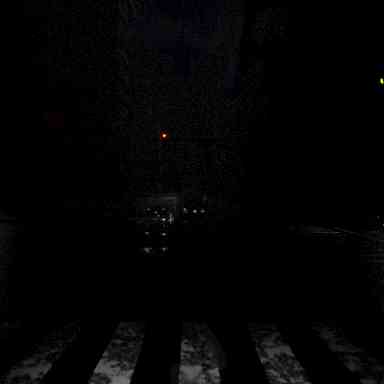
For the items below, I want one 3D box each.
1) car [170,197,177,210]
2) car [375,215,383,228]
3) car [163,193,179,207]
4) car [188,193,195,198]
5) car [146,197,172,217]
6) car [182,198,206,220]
[{"bbox_3d":[-3.243,1.590,41.524,1.895,1.301,4.718,0,0,0],"label":"car"},{"bbox_3d":[13.496,1.652,19.561,4.718,1.301,1.895,0,1,0],"label":"car"},{"bbox_3d":[-3.262,1.209,52.114,2.150,2.045,5.566,0,0,0],"label":"car"},{"bbox_3d":[-0.093,1.478,62.542,2.128,1.511,4.902,0,0,0],"label":"car"},{"bbox_3d":[-3.206,1.517,31.564,1.812,1.442,4.674,0,0,-1],"label":"car"},{"bbox_3d":[0.134,1.543,28.226,2.033,1.411,5.357,0,0,-2],"label":"car"}]
